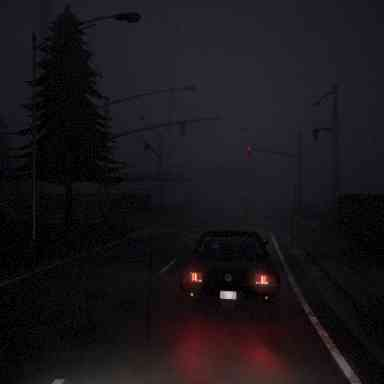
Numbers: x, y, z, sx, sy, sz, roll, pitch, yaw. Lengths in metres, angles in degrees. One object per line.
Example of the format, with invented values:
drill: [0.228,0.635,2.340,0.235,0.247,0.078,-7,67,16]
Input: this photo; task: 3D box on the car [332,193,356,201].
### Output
car: [34.415,1.094,75.350,4.605,1.855,1.932,0,0,10]

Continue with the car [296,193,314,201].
car: [26.057,1.357,76.777,3.806,1.475,1.970,0,0,10]

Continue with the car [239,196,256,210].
car: [7.177,1.350,43.231,2.097,1.767,4.553,0,0,10]

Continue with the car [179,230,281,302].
car: [0.979,1.600,8.289,1.895,1.301,4.718,0,0,8]

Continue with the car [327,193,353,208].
car: [20.189,1.328,43.026,5.027,1.636,2.152,0,0,10]

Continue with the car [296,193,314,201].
car: [27.233,1.073,79.946,3.866,1.878,1.905,0,0,10]
